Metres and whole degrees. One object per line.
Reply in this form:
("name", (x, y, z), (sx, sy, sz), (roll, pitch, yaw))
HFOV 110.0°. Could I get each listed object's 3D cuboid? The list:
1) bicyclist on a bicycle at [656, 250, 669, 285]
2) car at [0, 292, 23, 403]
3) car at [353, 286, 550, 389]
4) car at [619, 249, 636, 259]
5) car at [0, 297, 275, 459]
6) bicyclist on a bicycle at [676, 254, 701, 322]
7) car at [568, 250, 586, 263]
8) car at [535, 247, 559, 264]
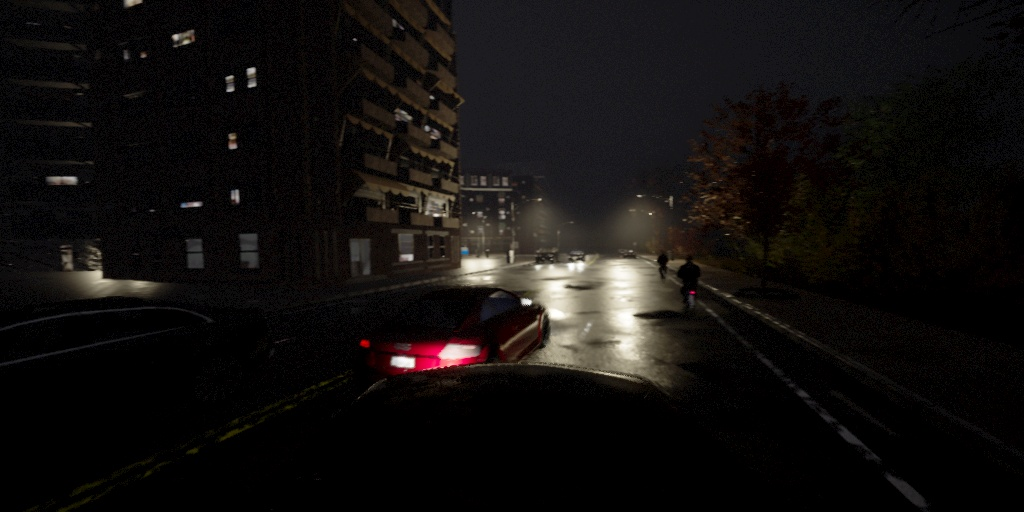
("bicyclist on a bicycle", (7.777, 0.572, 18.523), (0.659, 1.776, 1.843), (-1, 2, 18))
("car", (-8.898, 1.366, 3.214), (2.128, 1.511, 4.902), (-1, 1, 20))
("car", (-0.678, 1.215, 6.301), (1.994, 1.385, 4.181), (-1, 1, 20))
("car", (17.715, -0.307, 54.283), (2.033, 1.411, 5.357), (-1, 1, 15))
("car", (-5.241, 1.286, 3.773), (2.128, 1.511, 4.902), (-1, 1, 20))
("bicyclist on a bicycle", (4.876, 0.833, 9.929), (0.659, 1.776, 1.843), (-1, 2, 19))
("car", (8.182, 0.045, 45.047), (2.128, 1.511, 4.902), (-1, 1, 17))
("car", (4.355, -0.116, 43.563), (2.150, 2.045, 5.566), (-1, 1, 17))
